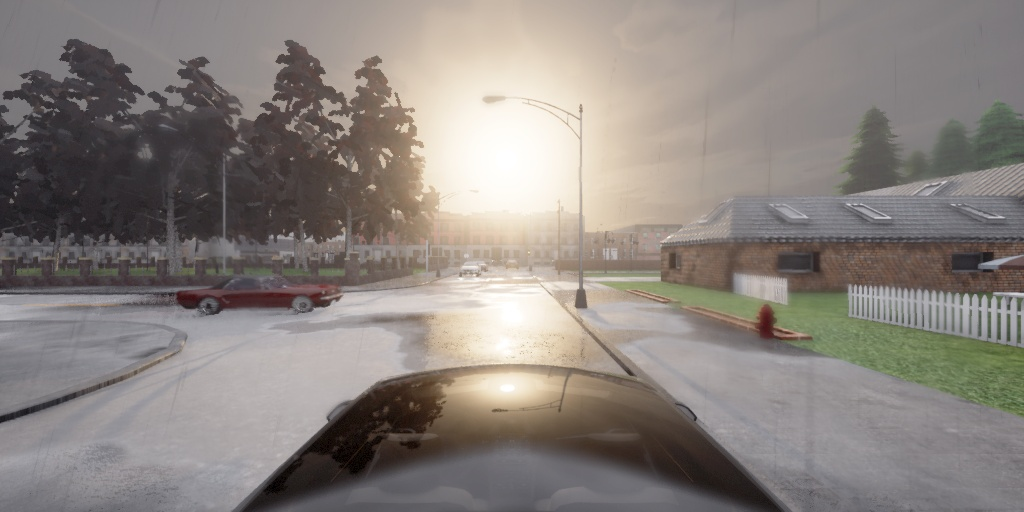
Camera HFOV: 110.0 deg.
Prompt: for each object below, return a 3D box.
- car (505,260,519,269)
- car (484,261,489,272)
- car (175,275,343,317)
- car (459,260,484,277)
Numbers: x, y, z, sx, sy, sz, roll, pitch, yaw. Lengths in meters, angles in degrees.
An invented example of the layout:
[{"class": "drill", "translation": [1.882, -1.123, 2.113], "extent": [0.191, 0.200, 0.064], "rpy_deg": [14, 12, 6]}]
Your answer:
[{"class": "car", "translation": [-0.013, 1.276, 55.516], "extent": [1.812, 1.442, 4.674], "rpy_deg": [0, 0, -2]}, {"class": "car", "translation": [-4.049, 1.276, 45.463], "extent": [1.812, 1.442, 4.674], "rpy_deg": [0, 0, 0]}, {"class": "car", "translation": [-8.749, 1.351, 12.848], "extent": [4.718, 1.301, 1.895], "rpy_deg": [0, 0, -7]}, {"class": "car", "translation": [-4.079, 1.276, 35.663], "extent": [1.812, 1.442, 4.674], "rpy_deg": [0, 0, 0]}]
